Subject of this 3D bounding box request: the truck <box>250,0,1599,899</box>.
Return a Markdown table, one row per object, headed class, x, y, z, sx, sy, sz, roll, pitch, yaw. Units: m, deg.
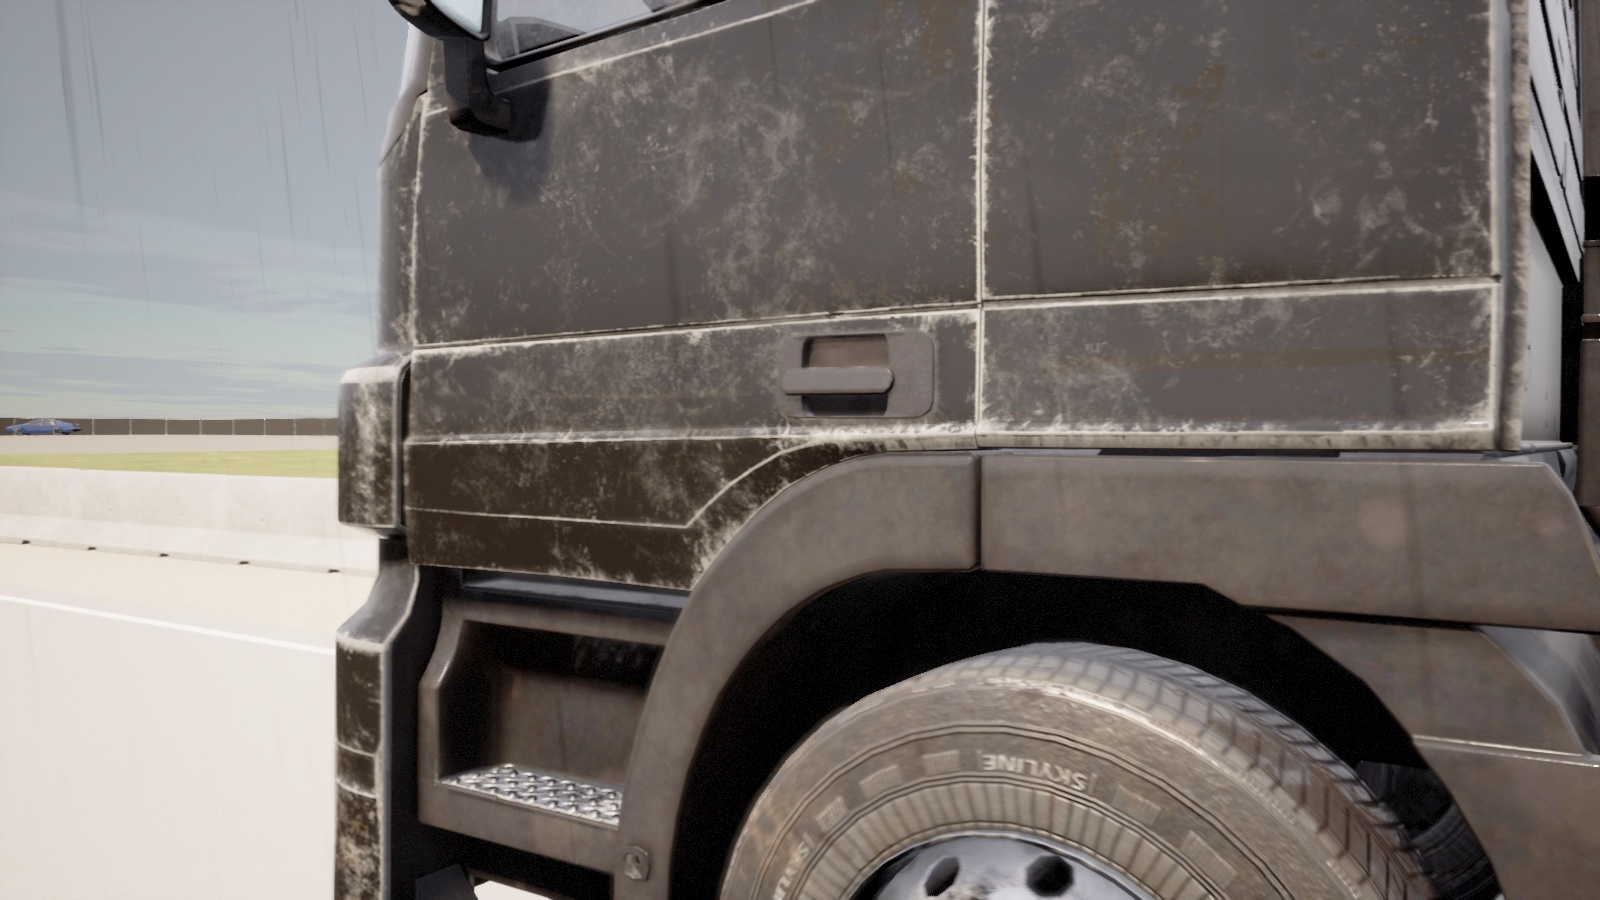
| class | x | y | z | sx | sy | sz | roll | pitch | yaw |
| --- | --- | --- | --- | --- | --- | --- | --- | --- | --- |
| truck | 2.965 | -0.300 | 1.634 | 7.936 | 3.462 | 2.891 | 0 | 1 | 34 |
